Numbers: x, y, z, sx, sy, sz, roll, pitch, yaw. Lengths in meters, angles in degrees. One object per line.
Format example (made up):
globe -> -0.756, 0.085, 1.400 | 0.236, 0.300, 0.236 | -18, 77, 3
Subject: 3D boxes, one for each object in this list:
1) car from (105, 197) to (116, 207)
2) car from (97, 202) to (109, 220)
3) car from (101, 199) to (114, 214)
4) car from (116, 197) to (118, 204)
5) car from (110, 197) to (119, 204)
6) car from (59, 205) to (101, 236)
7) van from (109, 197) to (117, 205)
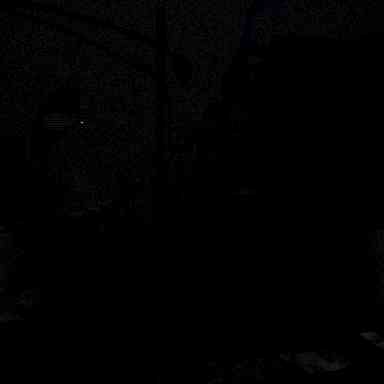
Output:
car -> -12.217, 1.923, 47.015 | 1.967, 1.590, 4.097 | -1, 0, -11
car -> -8.938, 1.897, 30.744 | 1.802, 1.307, 4.206 | -1, 0, -11
car -> -11.123, 1.972, 41.591 | 1.887, 1.381, 4.507 | -1, 0, -11
car -> -15.490, 2.202, 63.285 | 2.008, 1.369, 4.403 | -1, 0, -11
car -> -20.955, 2.249, 90.402 | 2.192, 1.841, 5.009 | -1, 0, -11
car -> -6.755, 1.747, 19.897 | 1.887, 1.381, 4.507 | -1, 0, -11
van -> -18.770, 2.162, 79.555 | 1.690, 1.788, 3.998 | -1, 0, -11
